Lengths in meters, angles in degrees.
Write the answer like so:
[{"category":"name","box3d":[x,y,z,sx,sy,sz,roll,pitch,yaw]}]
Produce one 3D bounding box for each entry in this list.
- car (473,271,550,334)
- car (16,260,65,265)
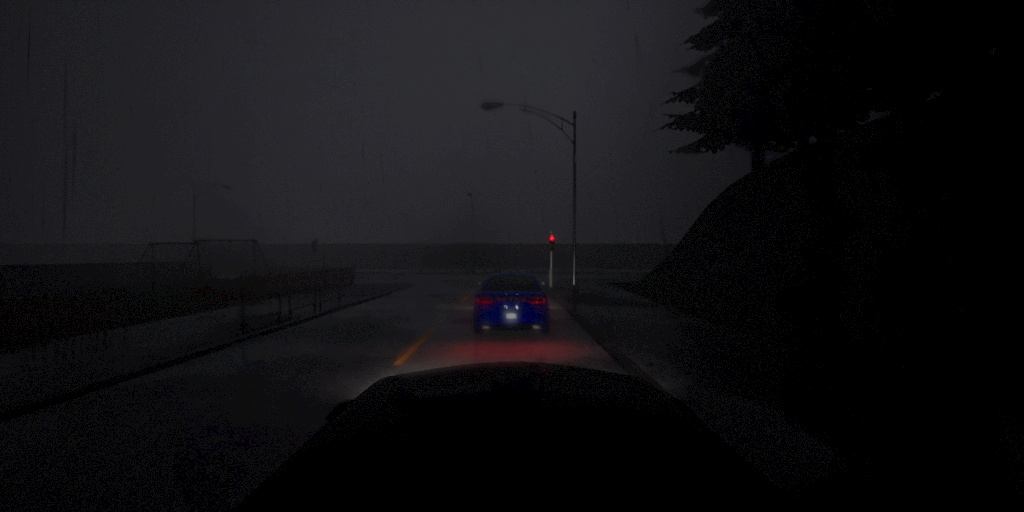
[{"category":"car","box3d":[-0.001,1.188,10.549,1.882,1.535,5.008,0,0,0]},{"category":"car","box3d":[-39.704,1.100,30.580,5.008,1.535,1.882,0,0,0]}]
